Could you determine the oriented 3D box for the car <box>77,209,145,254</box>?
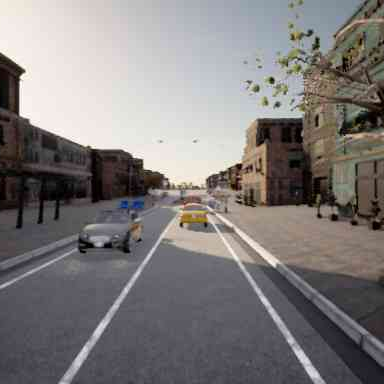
[{"bbox_3d":[-3.102,1.484,13.536,2.128,1.511,4.902,0,0,0],"label":"car"}]

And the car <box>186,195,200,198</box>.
[{"bbox_3d":[0.094,1.427,41.291,2.150,2.045,5.566,0,-1,0],"label":"car"}]

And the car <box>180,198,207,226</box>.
[{"bbox_3d":[0.096,1.451,22.962,1.801,1.575,5.366,0,0,0],"label":"car"}]
